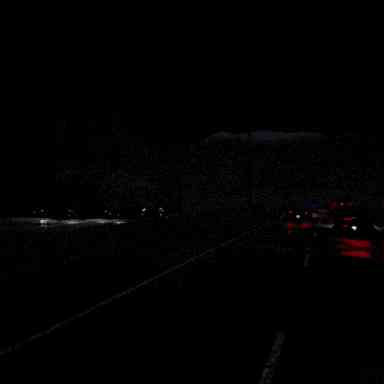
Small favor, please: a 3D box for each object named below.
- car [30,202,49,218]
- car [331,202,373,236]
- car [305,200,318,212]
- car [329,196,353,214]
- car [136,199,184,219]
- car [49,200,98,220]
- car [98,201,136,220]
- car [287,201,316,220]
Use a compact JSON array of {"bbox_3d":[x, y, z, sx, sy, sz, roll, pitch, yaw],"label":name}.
[{"bbox_3d":[-12.674,1.553,30.944,1.837,1.490,4.892,0,0,23],"label":"car"},{"bbox_3d":[9.072,1.545,18.905,1.837,1.490,4.892,0,0,22],"label":"car"},{"bbox_3d":[14.848,1.758,42.009,1.812,1.442,4.674,0,-1,22],"label":"car"},{"bbox_3d":[16.180,1.414,36.073,2.150,2.045,5.566,0,0,22],"label":"car"},{"bbox_3d":[-2.417,1.416,28.266,2.097,1.767,4.553,0,0,23],"label":"car"},{"bbox_3d":[-9.625,1.524,29.160,1.882,1.535,5.008,0,0,22],"label":"car"},{"bbox_3d":[-5.749,1.565,29.369,1.837,1.490,4.892,0,0,23],"label":"car"},{"bbox_3d":[9.479,1.713,29.038,1.895,1.301,4.718,0,0,22],"label":"car"}]
